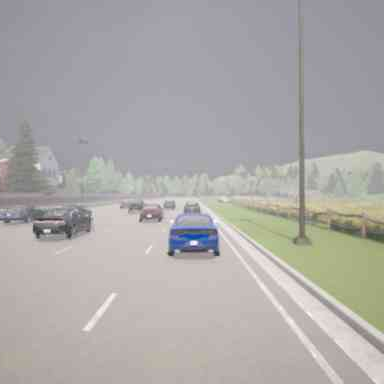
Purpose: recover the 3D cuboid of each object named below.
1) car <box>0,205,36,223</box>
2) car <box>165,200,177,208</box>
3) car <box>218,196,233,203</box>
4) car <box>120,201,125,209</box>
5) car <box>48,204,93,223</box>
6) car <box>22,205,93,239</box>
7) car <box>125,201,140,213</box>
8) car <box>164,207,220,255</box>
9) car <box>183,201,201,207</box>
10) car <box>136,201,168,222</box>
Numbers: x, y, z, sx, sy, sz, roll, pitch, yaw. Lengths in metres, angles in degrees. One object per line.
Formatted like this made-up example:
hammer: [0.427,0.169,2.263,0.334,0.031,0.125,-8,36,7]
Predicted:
car: [-13.962,1.825,27.958,2.033,1.411,5.357,0,0,0]
car: [-3.519,1.959,52.841,2.128,1.511,4.902,0,0,0]
car: [8.726,1.933,85.480,3.866,1.878,1.905,0,0,0]
car: [-10.522,2.104,54.959,1.895,1.301,4.718,0,-1,0]
car: [-10.462,1.827,29.219,2.033,1.411,5.357,0,-1,0]
car: [-6.937,1.669,18.342,2.128,1.511,4.902,0,0,0]
car: [-6.993,1.897,43.203,1.837,1.490,4.892,0,0,0]
car: [0.068,1.598,13.827,1.882,1.535,5.008,0,0,0]
car: [0.016,1.827,38.479,2.128,1.511,4.902,0,0,0]
car: [-3.463,1.789,29.241,1.812,1.442,4.674,0,0,0]
